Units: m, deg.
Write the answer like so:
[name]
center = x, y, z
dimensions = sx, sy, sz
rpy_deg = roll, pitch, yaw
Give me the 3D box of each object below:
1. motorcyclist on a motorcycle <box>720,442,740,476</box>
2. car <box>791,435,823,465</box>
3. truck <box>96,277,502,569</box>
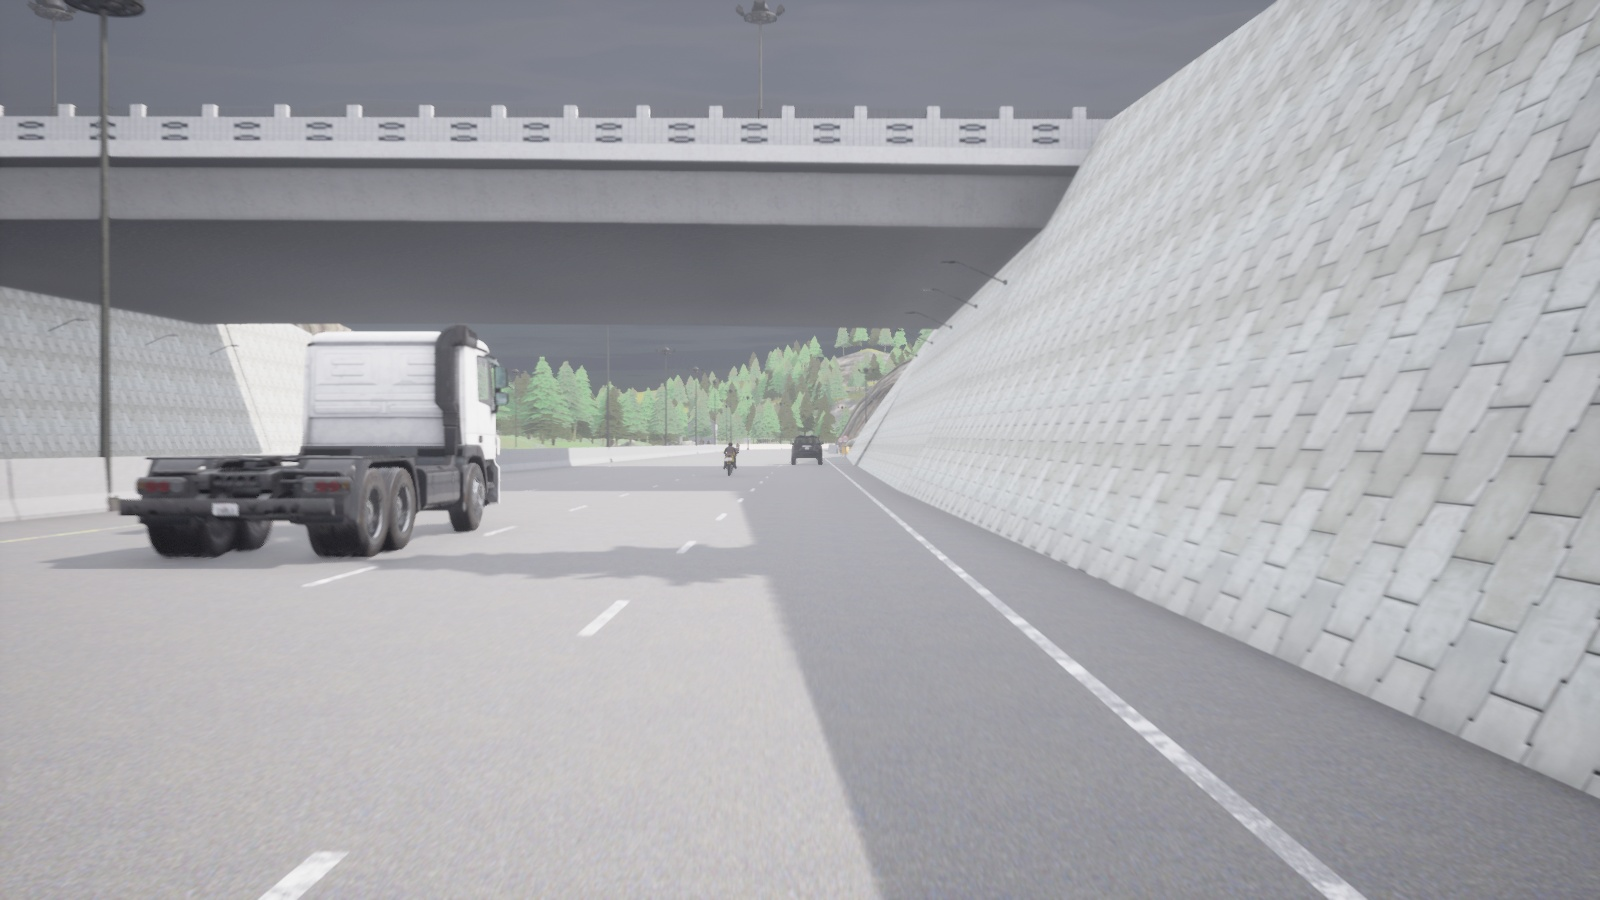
[motorcyclist on a motorcycle]
center = -3.161, 0.409, 56.939
dimensions = 0.797, 1.523, 2.044
rpy_deg = 0, 0, 0
[car]
center = 0.485, -0.027, 88.478
dimensions = 2.150, 2.045, 5.566
rpy_deg = 0, 0, 0
[truck]
center = -6.877, -0.346, 18.857
dimensions = 2.891, 3.462, 7.936
rpy_deg = 0, 0, 0
